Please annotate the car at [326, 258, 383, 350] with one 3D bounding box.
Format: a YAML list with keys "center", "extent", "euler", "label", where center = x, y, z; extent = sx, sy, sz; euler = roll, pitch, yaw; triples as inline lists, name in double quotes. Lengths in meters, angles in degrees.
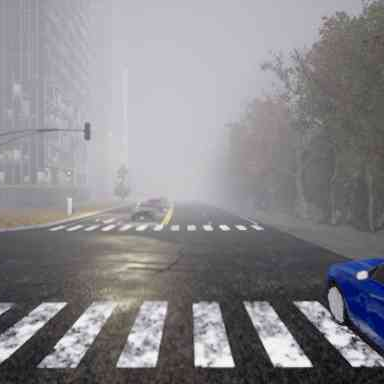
- center: [3.311, 1.411, 3.945]
  extent: [1.882, 1.535, 5.008]
  euler: [-4, 1, 0]
  label: "car"

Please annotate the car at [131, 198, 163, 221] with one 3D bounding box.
- center: [-3.795, 1.516, 27.387]
  extent: [2.033, 1.411, 5.357]
  euler: [0, 0, -2]
  label: "car"

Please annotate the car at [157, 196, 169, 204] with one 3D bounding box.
- center: [-5.430, 1.450, 62.786]
  extent: [2.128, 1.511, 4.902]
  euler: [0, 0, -4]
  label: "car"

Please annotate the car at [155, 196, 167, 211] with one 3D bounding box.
- center: [-4.151, 1.436, 37.271]
  extent: [1.882, 1.535, 5.008]
  euler: [0, 0, -2]
  label: "car"
